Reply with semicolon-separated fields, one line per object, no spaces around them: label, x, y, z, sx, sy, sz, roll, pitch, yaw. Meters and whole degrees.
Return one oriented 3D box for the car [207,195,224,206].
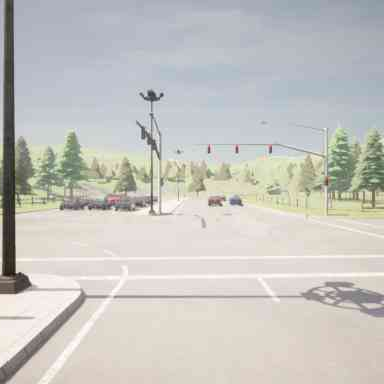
car;3.655;1.351;55.032;2.097;1.767;4.553;0;0;0

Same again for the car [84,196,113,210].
car;-11.528;1.564;41.684;1.994;1.385;4.181;0;0;1

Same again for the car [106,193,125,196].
car;-11.524;1.221;51.188;2.150;2.045;5.566;0;0;0

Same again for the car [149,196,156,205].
car;-8.006;1.502;58.790;1.837;1.490;4.892;0;1;0

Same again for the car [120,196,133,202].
car;-14.867;1.563;75.766;1.895;1.301;4.718;0;0;1

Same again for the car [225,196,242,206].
car;7.155;1.477;55.449;1.882;1.535;5.008;0;0;0

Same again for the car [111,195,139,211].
car;-8.043;1.505;40.266;1.837;1.490;4.892;0;0;0

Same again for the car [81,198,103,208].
car;-15.026;1.564;50.343;1.994;1.385;4.181;0;0;1

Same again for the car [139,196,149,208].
car;-8.033;1.477;49.547;1.882;1.535;5.008;0;0;0

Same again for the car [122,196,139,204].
car;-11.490;1.491;62.383;2.128;1.511;4.902;0;0;0

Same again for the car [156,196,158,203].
car;-7.926;1.537;69.396;2.033;1.411;5.357;0;0;0

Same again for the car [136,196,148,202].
car;-11.367;1.560;75.755;1.895;1.301;4.718;0;0;1

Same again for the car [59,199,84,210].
car;-15.036;1.564;41.802;1.994;1.385;4.181;0;0;0

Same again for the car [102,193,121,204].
car;-14.986;1.223;62.280;2.150;2.045;5.566;0;0;1
